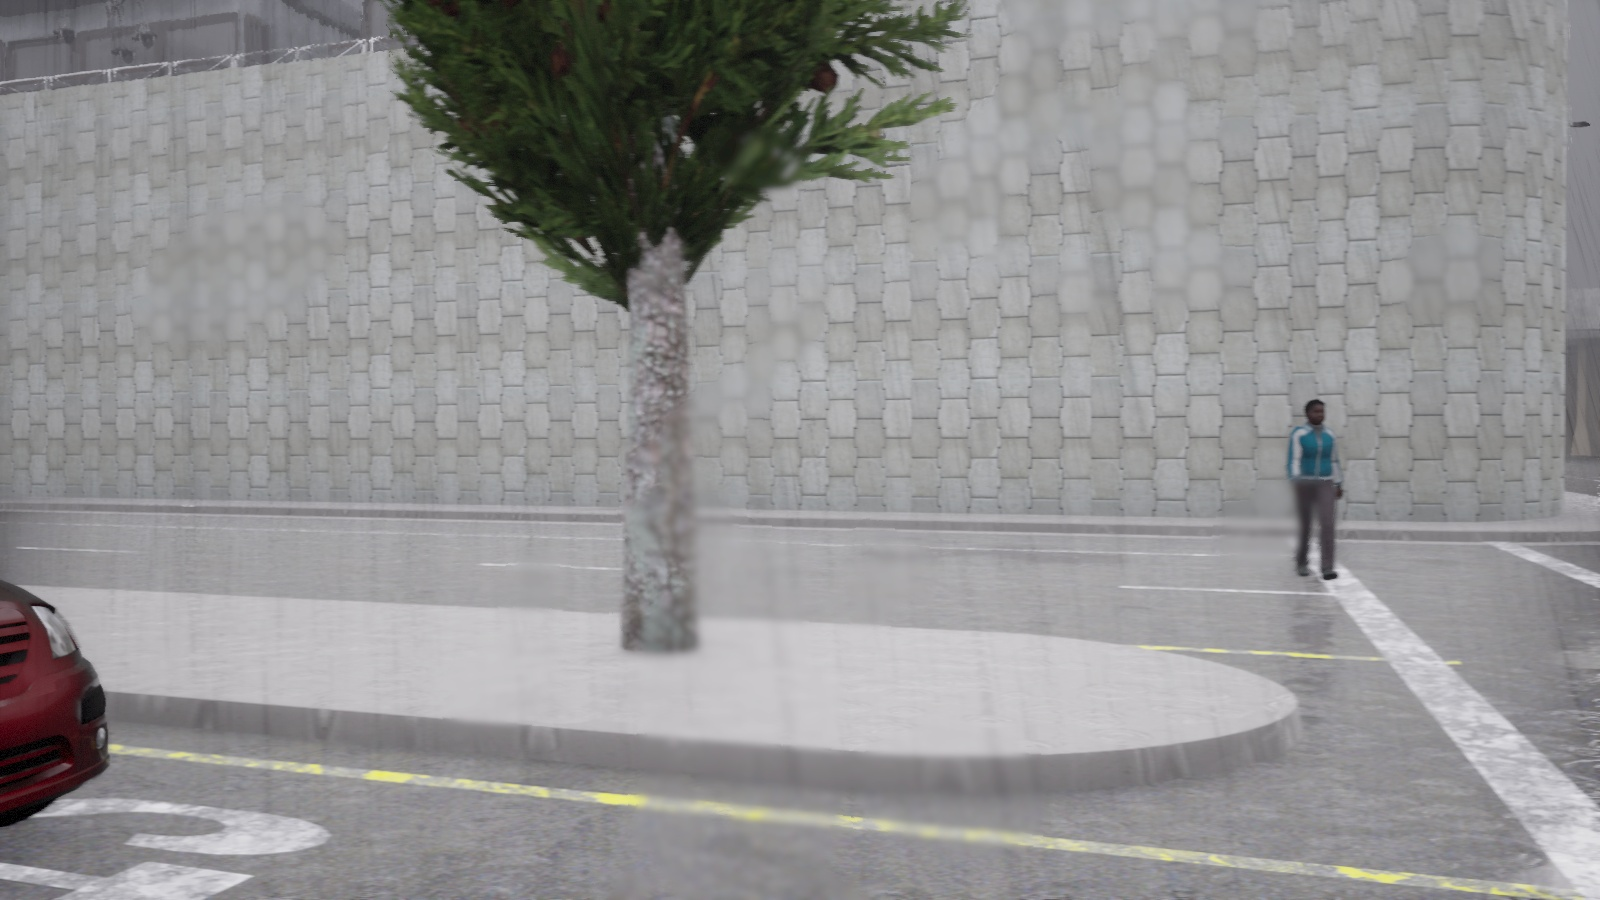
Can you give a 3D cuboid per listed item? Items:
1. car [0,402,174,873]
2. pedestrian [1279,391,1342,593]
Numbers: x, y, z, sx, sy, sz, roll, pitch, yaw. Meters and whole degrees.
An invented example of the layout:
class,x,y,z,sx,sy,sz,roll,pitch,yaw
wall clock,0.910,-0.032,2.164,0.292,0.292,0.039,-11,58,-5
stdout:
class,x,y,z,sx,sy,sz,roll,pitch,yaw
car,-4.687,0.629,4.768,3.988,1.617,1.851,1,1,19
pedestrian,5.008,0.393,12.336,0.396,1.930,0.692,0,1,8
